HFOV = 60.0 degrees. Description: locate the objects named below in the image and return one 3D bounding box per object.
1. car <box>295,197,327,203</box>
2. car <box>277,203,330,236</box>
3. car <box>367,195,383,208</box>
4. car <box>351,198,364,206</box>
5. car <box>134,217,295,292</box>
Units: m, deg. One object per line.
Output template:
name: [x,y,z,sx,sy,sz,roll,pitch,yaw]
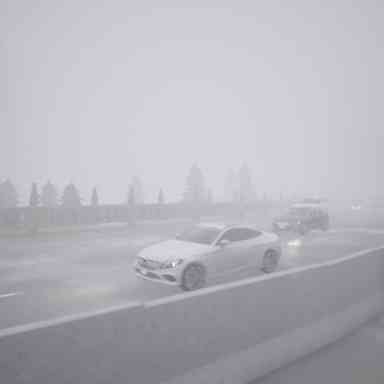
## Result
car: [10.875,1.440,30.314,2.150,2.045,5.566,0,-1,35]
car: [6.460,1.620,19.492,2.128,1.511,4.902,0,-1,43]
car: [30.211,1.593,54.662,2.150,2.045,5.566,0,-1,32]
car: [32.251,1.969,64.754,2.128,1.511,4.902,0,-1,31]
car: [0.663,1.582,9.220,4.674,1.442,1.812,0,0,-40]
